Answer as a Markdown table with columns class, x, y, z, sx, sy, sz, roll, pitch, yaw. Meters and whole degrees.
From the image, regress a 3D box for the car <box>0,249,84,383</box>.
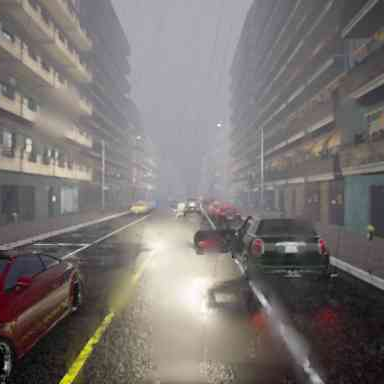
| class | x | y | z | sx | sy | sz | roll | pitch | yaw |
| --- | --- | --- | --- | --- | --- | --- | --- | --- | --- |
| car | -3.100 | 1.589 | 4.846 | 1.994 | 1.385 | 4.181 | 0 | 0 | 0 |

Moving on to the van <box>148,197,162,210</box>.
| class | x | y | z | sx | sy | sz | roll | pitch | yaw |
| --- | --- | --- | --- | --- | --- | --- | --- | --- | --- |
| van | -5.697 | 1.614 | 48.187 | 1.690 | 1.788 | 3.998 | 0 | 0 | 0 |

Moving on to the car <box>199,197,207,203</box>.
| class | x | y | z | sx | sy | sz | roll | pitch | yaw |
| --- | --- | --- | --- | --- | --- | --- | --- | --- | --- |
| car | 2.681 | 1.970 | 82.133 | 1.967 | 1.590 | 4.097 | 0 | 0 | 0 |

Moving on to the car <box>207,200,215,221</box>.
| class | x | y | z | sx | sy | sz | roll | pitch | yaw |
| --- | --- | --- | --- | --- | --- | --- | --- | --- | --- |
| car | 2.686 | 1.710 | 31.182 | 1.887 | 1.381 | 4.507 | 0 | 0 | 0 |

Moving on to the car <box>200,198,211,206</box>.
| class | x | y | z | sx | sy | sz | roll | pitch | yaw |
| --- | --- | --- | --- | --- | --- | --- | --- | --- | --- |
| car | 2.683 | 1.947 | 65.147 | 2.008 | 1.369 | 4.403 | 0 | 0 | 0 |

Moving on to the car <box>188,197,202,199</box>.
| class | x | y | z | sx | sy | sz | roll | pitch | yaw |
| --- | --- | --- | --- | --- | --- | --- | --- | --- | --- |
| car | 0.002 | 1.629 | 48.808 | 2.097 | 1.767 | 4.553 | 0 | 0 | 0 |

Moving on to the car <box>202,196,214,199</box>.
| class | x | y | z | sx | sy | sz | roll | pitch | yaw |
| --- | --- | --- | --- | --- | --- | --- | --- | --- | --- |
| car | 2.683 | 1.628 | 53.825 | 2.192 | 1.841 | 5.009 | 0 | 0 | 0 |

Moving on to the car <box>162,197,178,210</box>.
| class | x | y | z | sx | sy | sz | roll | pitch | yaw |
| --- | --- | --- | --- | --- | --- | --- | --- | --- | --- |
| car | -3.003 | 1.882 | 48.950 | 2.033 | 1.411 | 5.357 | 0 | 0 | 0 |

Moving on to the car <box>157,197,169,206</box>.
| class | x | y | z | sx | sy | sz | roll | pitch | yaw |
| --- | --- | --- | --- | --- | --- | --- | --- | --- | --- |
| car | -5.698 | 1.837 | 65.171 | 1.967 | 1.590 | 4.097 | 0 | 0 | 0 |

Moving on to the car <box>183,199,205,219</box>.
| class | x | y | z | sx | sy | sz | roll | pitch | yaw |
| --- | --- | --- | --- | --- | --- | --- | --- | --- | --- |
| car | 0.055 | 1.736 | 34.996 | 2.033 | 1.411 | 5.357 | 0 | 0 | 0 |

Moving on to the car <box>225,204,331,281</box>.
| class | x | y | z | sx | sy | sz | roll | pitch | yaw |
| --- | --- | --- | --- | --- | --- | --- | --- | --- | --- |
| car | 2.388 | 1.404 | 10.128 | 2.097 | 1.767 | 4.553 | 0 | 0 | 0 |

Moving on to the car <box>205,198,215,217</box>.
| class | x | y | z | sx | sy | sz | roll | pitch | yaw |
| --- | --- | --- | --- | --- | --- | --- | --- | --- | --- |
| car | 2.685 | 1.725 | 37.010 | 1.752 | 1.417 | 4.829 | 0 | 0 | 0 |

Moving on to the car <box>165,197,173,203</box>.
| class | x | y | z | sx | sy | sz | roll | pitch | yaw |
| --- | --- | --- | --- | --- | --- | --- | --- | --- | --- |
| car | -5.699 | 2.055 | 81.986 | 1.752 | 1.417 | 4.829 | 0 | 0 | 0 |

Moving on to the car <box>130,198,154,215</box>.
| class | x | y | z | sx | sy | sz | roll | pitch | yaw |
| --- | --- | --- | --- | --- | --- | --- | --- | --- | --- |
| car | -5.695 | 1.724 | 36.692 | 1.752 | 1.417 | 4.829 | 0 | 0 | 0 |

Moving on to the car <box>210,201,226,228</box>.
| class | x | y | z | sx | sy | sz | roll | pitch | yaw |
| --- | --- | --- | --- | --- | --- | --- | --- | --- | --- |
| car | 2.686 | 1.680 | 25.516 | 1.887 | 1.381 | 4.507 | 0 | 0 | 0 |

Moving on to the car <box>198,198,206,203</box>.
| class | x | y | z | sx | sy | sz | roll | pitch | yaw |
| --- | --- | --- | --- | --- | --- | --- | --- | --- | --- |
| car | 2.680 | 2.144 | 87.791 | 1.947 | 1.339 | 4.313 | 0 | -1 | 0 |
